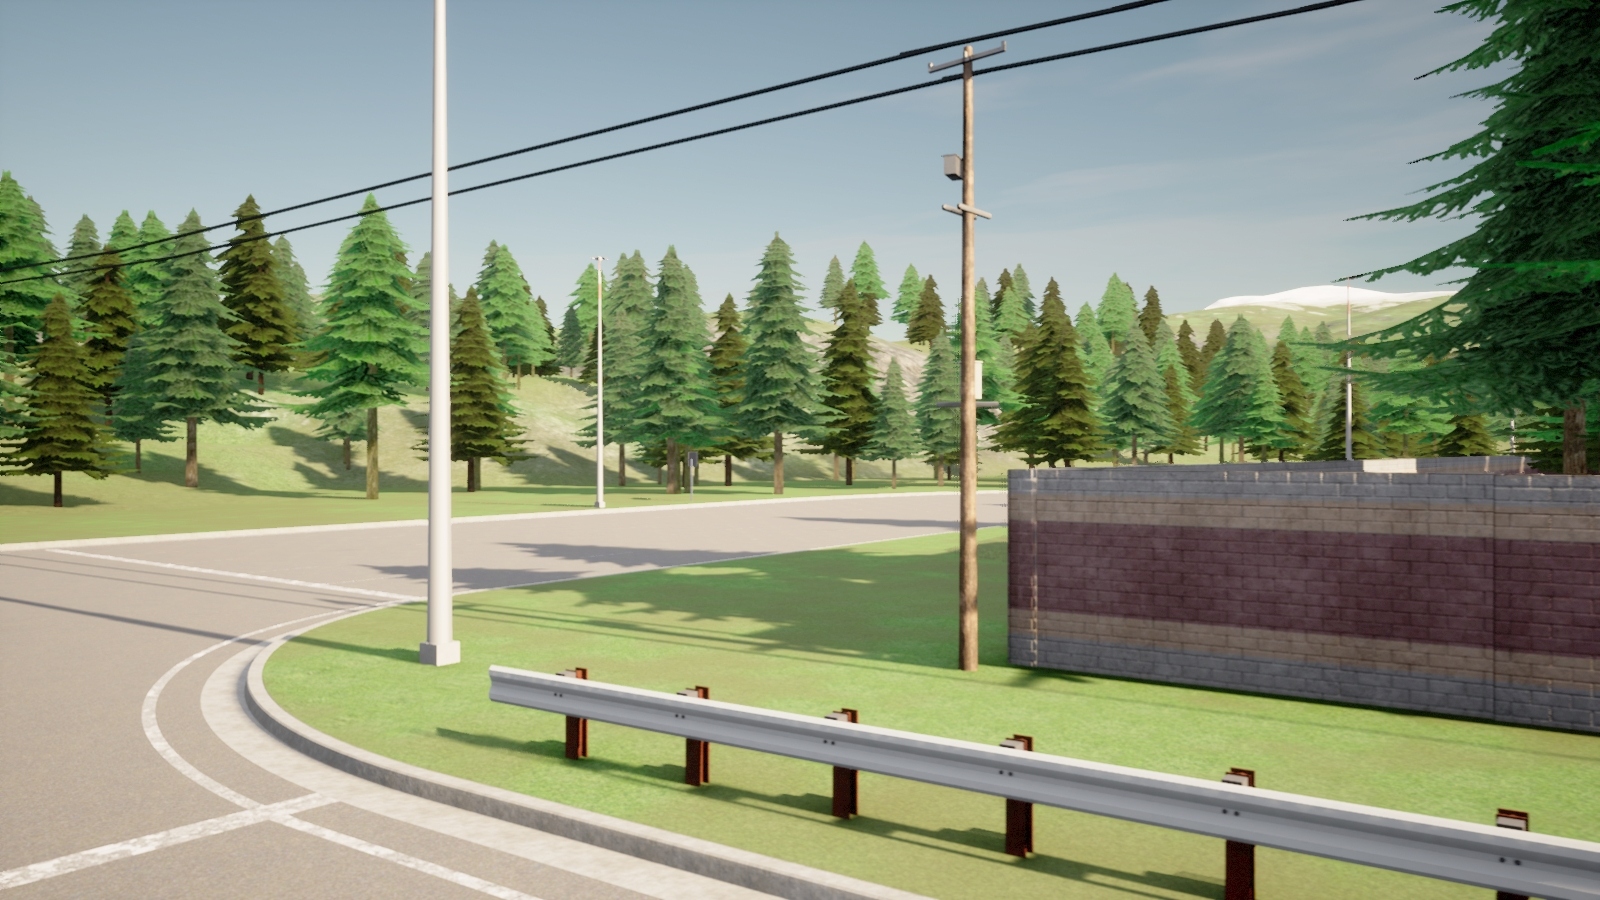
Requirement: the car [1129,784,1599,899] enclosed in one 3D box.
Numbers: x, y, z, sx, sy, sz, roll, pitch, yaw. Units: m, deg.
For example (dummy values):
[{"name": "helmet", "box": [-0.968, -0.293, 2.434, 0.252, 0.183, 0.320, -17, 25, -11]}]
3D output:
[{"name": "car", "box": [3.109, 1.982, 1.611, 5.238, 1.638, 2.097, 0, 0, 35]}]
